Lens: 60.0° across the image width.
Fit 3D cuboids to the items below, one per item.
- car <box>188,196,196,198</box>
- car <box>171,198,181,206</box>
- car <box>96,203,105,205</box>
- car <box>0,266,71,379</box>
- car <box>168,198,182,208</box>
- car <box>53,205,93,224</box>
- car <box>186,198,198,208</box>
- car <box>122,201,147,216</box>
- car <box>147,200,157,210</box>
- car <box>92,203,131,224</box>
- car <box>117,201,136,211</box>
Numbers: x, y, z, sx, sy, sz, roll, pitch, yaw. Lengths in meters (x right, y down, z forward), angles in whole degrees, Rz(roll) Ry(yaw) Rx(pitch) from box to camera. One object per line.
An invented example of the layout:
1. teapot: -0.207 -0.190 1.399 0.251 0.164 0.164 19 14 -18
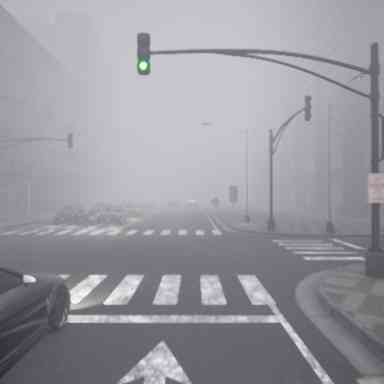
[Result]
1. car: 0.043 1.830 68.350 2.150 2.045 5.566 0 -1 0
2. car: -3.209 2.111 68.735 1.837 1.490 4.892 0 -1 0
3. car: -9.831 1.886 37.078 2.033 1.411 5.357 0 0 0
4. car: -3.146 1.605 4.285 1.994 1.385 4.181 0 -1 0
5. car: -3.117 2.000 58.681 1.882 1.535 5.008 0 0 0
6. car: -9.839 1.782 27.507 1.812 1.442 4.674 0 -1 -2
7. car: 0.130 2.118 58.127 1.895 1.301 4.718 0 0 0
8. car: -6.573 1.938 36.864 1.895 1.301 4.718 0 0 0
9. car: -6.557 2.005 51.173 2.033 1.411 5.357 0 0 0
10. car: -6.586 1.859 27.707 1.895 1.301 4.718 0 -1 -3
11. car: -9.799 2.013 50.145 1.994 1.385 4.181 0 0 1
